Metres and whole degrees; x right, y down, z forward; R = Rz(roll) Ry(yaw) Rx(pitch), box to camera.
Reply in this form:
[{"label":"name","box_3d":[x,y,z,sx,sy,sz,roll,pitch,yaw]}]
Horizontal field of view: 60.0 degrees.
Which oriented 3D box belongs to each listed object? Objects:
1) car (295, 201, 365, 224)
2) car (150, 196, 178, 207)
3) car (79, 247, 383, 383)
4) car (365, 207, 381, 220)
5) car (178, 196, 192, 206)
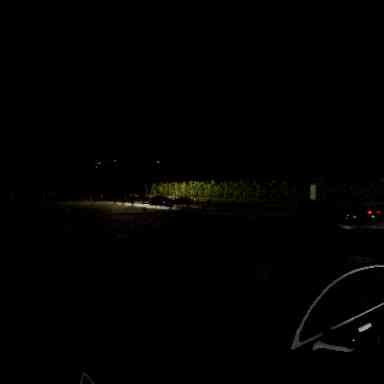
[{"label":"car","box_3d":[10.148,1.510,25.365,1.837,1.490,4.892,1,0,-31]},{"label":"car","box_3d":[-4.388,1.320,48.022,1.837,1.490,4.892,0,0,-32]},{"label":"car","box_3d":[1.200,1.519,3.947,4.892,1.490,1.837,0,0,-36]},{"label":"car","box_3d":[13.004,1.630,27.925,1.895,1.301,4.718,1,0,-33]},{"label":"car","box_3d":[-1.858,1.327,50.907,2.128,1.511,4.902,0,0,-32]}]
